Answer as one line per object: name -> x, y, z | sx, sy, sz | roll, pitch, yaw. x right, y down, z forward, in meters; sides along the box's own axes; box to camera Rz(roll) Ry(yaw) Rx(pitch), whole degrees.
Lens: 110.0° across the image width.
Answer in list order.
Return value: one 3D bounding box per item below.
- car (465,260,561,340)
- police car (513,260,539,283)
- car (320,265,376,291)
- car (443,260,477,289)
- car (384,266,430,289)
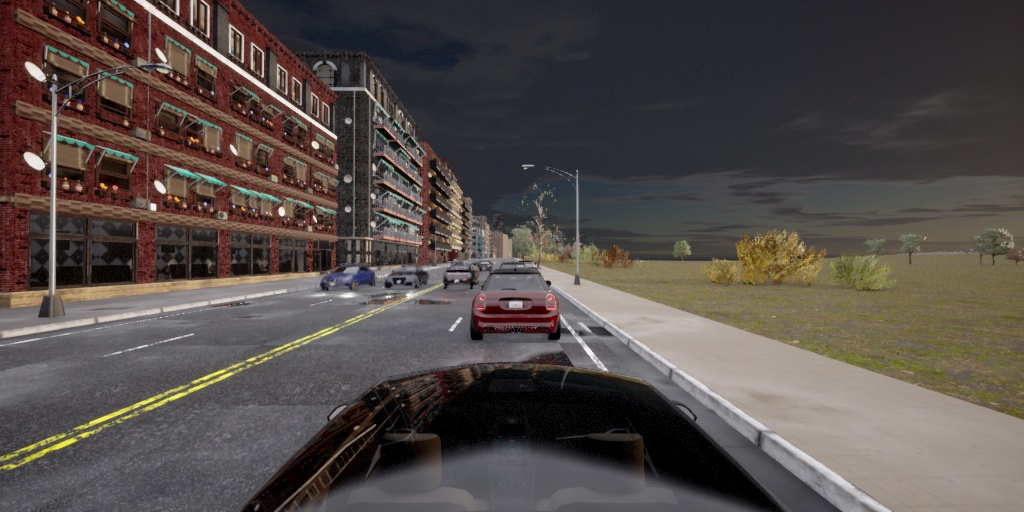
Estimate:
car -> 0.075, 1.103, 10.100 | 2.097, 1.767, 4.553 | 0, 0, 0
police car -> 1.079, 1.179, 29.369 | 1.930, 1.638, 5.238 | 0, 0, 0
car -> -9.894, 1.278, 22.073 | 1.812, 1.442, 4.674 | 0, 0, 0
car -> -3.197, 1.243, 23.213 | 2.128, 1.511, 4.902 | 0, 0, 0
car -> -6.646, 1.317, 23.056 | 1.994, 1.385, 4.181 | 0, 0, 0
